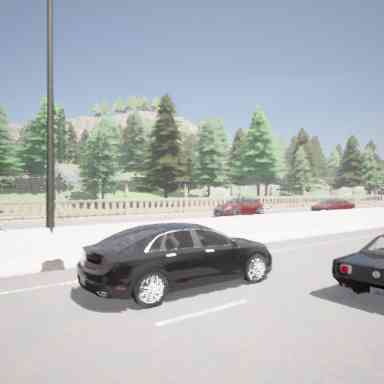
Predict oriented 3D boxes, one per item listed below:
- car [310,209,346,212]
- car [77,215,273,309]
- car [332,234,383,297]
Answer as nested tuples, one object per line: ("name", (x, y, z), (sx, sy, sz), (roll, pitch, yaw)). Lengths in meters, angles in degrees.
("car", (12.779, 1.367, 30.140), (5.008, 1.535, 1.882), (0, 0, -35))
("car", (-0.155, 1.481, 7.889), (4.892, 1.490, 1.837), (0, 0, -36))
("car", (5.282, 1.570, 7.469), (4.718, 1.301, 1.895), (0, 0, -35))
